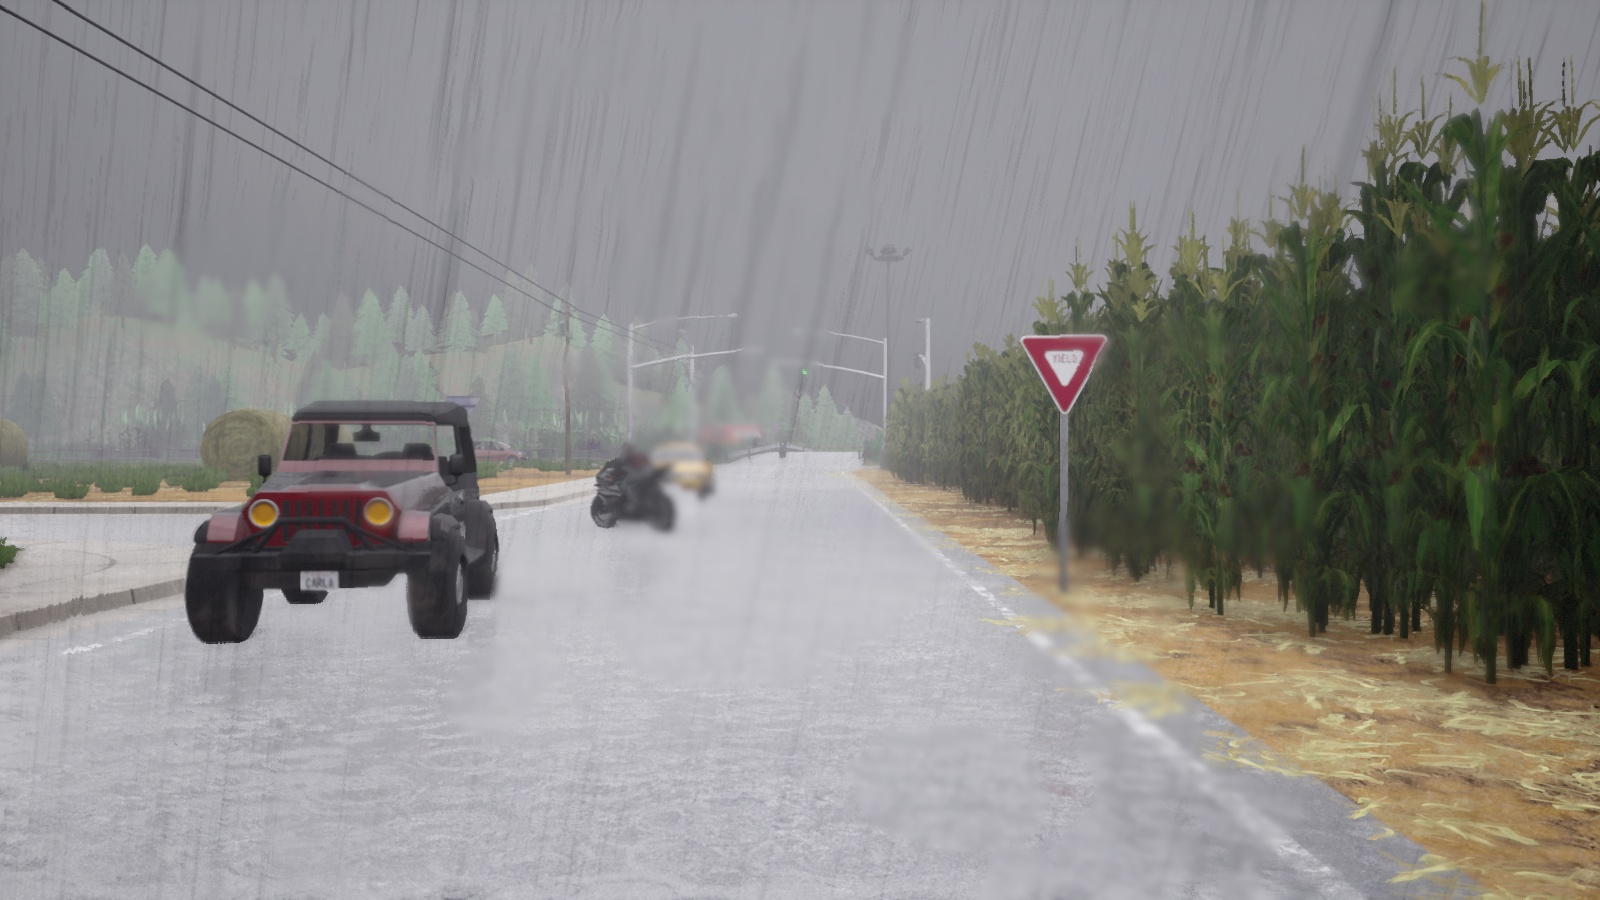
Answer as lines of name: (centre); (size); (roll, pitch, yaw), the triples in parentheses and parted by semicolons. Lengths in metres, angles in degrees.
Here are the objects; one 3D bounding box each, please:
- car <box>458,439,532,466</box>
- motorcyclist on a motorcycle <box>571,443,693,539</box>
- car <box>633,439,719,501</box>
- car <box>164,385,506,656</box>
car: (-18.478, 0.165, 76.190); (3.988, 1.617, 1.851); (0, 0, 3)
motorcyclist on a motorcycle: (-2.881, 0.650, 21.377); (2.191, 1.530, 0.866); (0, 2, 45)
car: (-3.299, 0.489, 34.269); (1.801, 1.575, 5.366); (0, 0, 0)
car: (-3.692, 0.479, 10.720); (1.905, 1.878, 3.866); (0, 0, -7)
